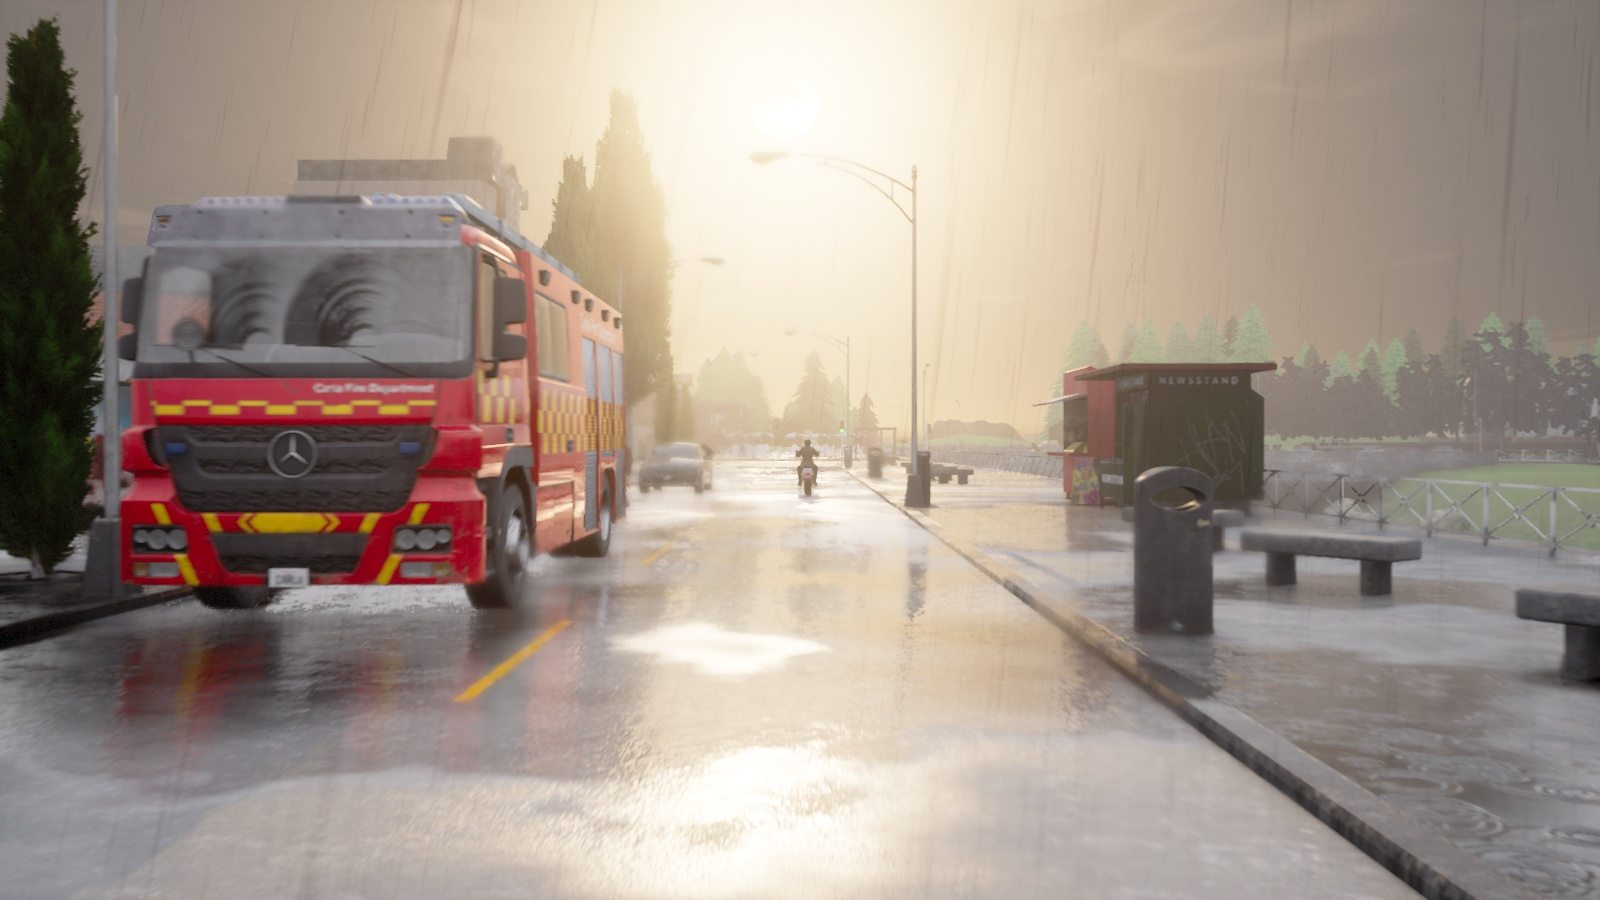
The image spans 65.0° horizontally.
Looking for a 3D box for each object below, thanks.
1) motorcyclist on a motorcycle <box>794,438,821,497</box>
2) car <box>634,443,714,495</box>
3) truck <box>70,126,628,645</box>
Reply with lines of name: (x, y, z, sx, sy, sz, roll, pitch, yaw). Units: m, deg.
motorcyclist on a motorcycle: (0.223, 0.490, 36.741, 0.766, 1.649, 2.350, 0, 0, 0)
car: (-3.755, 0.533, 38.245, 1.837, 1.490, 4.892, 0, 0, 1)
truck: (-3.911, -0.497, 13.505, 2.891, 3.827, 8.468, 0, 0, 0)
